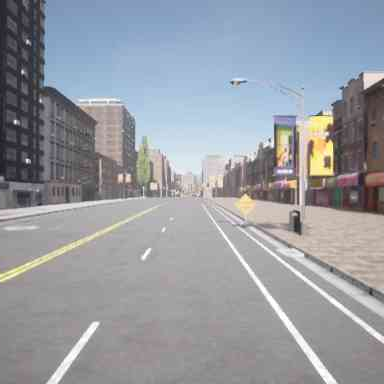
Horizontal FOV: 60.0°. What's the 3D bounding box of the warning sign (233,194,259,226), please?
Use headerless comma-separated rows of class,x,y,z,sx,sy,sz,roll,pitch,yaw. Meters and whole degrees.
warning sign,3.208,1.045,19.851,1.300,1.860,1.060,-1,-1,0
